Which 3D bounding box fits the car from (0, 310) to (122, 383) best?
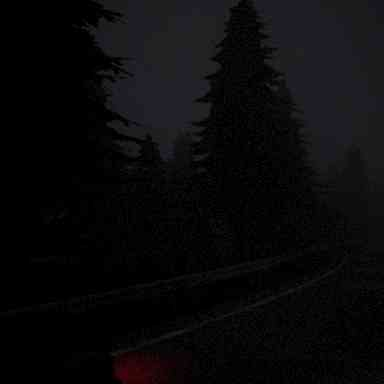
[{"bbox_3d":[-3.006,1.578,1.681,5.357,1.411,2.033,0,-1,-38],"label":"car"}]
